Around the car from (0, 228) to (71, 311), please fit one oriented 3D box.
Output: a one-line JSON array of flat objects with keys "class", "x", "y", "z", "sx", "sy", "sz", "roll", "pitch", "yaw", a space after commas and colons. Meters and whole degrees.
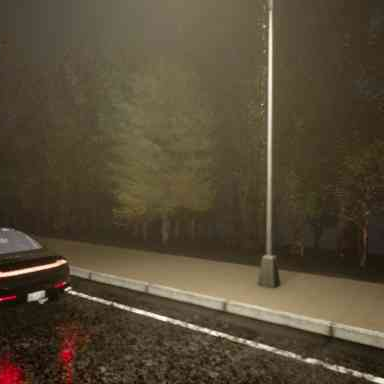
[{"class": "car", "x": -4.542, "y": 1.503, "z": 6.902, "sx": 4.902, "sy": 1.511, "sz": 2.128, "roll": 0, "pitch": 0, "yaw": 35}]
